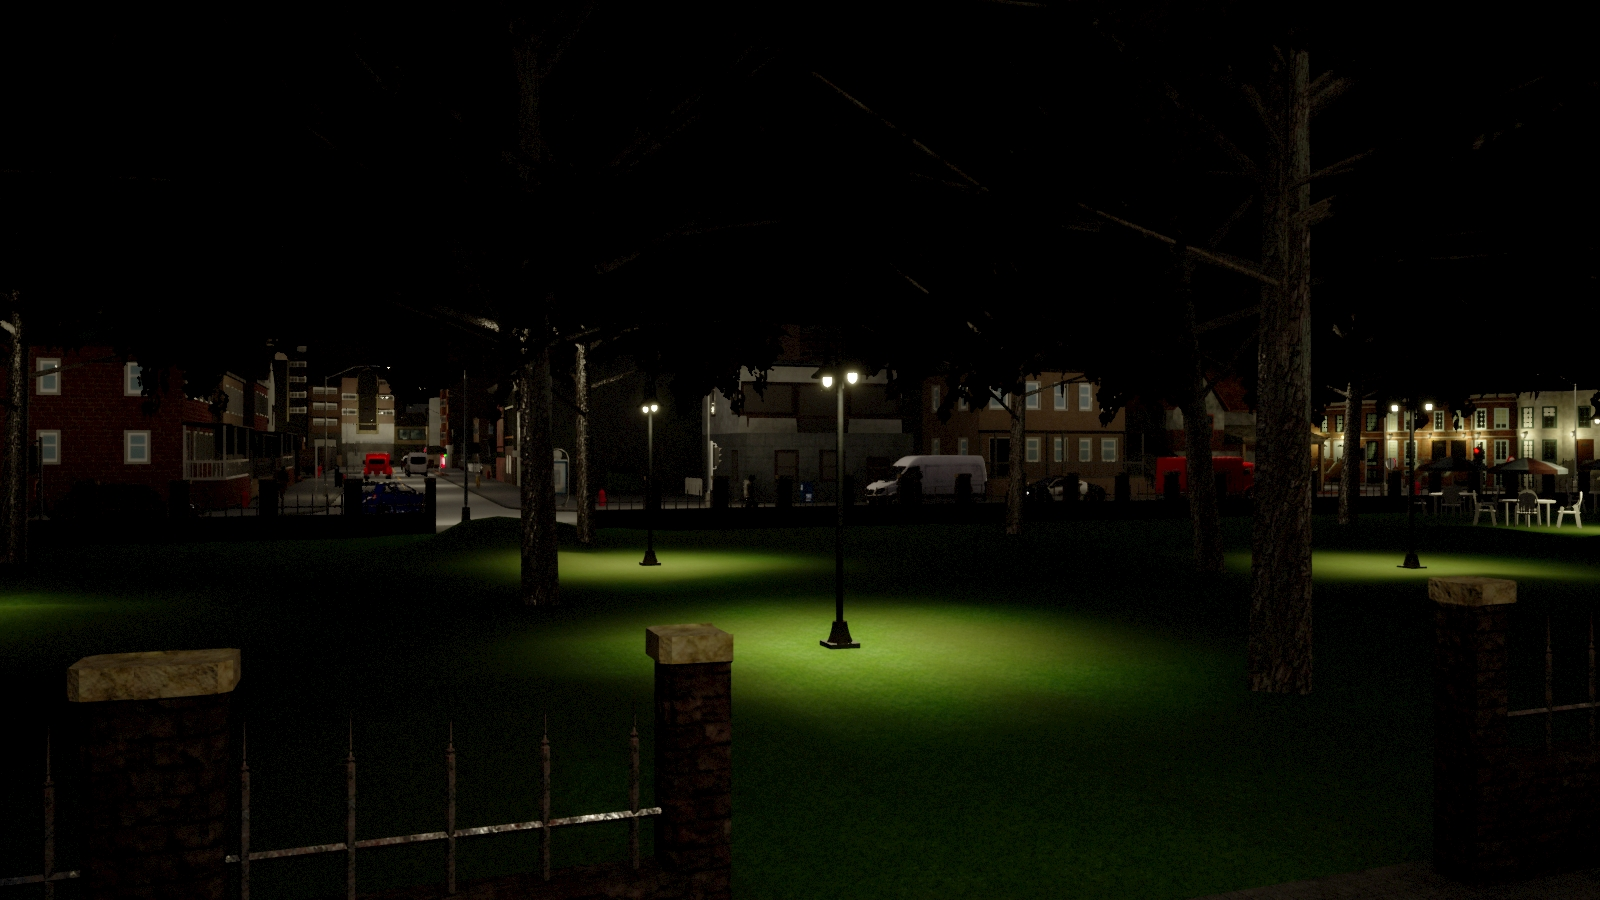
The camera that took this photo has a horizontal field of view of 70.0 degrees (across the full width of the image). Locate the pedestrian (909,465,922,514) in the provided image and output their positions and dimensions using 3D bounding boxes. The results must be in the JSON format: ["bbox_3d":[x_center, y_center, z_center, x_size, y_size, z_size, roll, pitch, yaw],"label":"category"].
[{"bbox_3d":[4.411,1.525,43.753,0.375,1.860,0.375,0,0,-18],"label":"pedestrian"}]

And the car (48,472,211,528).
[{"bbox_3d":[-22.981,1.685,39.364,4.553,1.767,2.097,0,0,-20],"label":"car"}]

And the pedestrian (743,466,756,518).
[{"bbox_3d":[-1.836,1.525,41.447,0.375,1.860,0.375,0,0,-20],"label":"pedestrian"}]
